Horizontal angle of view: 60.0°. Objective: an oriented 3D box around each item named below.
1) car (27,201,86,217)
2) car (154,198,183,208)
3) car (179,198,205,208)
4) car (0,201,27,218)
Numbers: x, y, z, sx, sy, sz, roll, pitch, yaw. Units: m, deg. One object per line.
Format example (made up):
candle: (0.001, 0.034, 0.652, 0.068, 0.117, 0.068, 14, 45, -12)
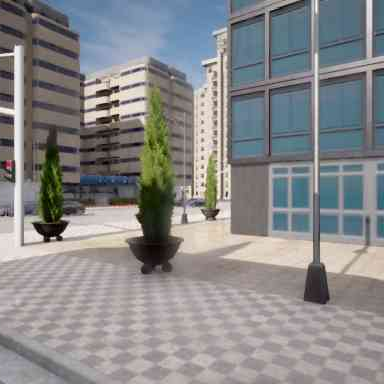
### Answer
car: (-12.211, 1.560, 30.796, 1.837, 1.490, 4.892, 0, 0, 35)
car: (-3.454, 1.619, 49.197, 1.994, 1.385, 4.181, 0, 0, 36)
car: (0.403, 1.581, 48.573, 1.812, 1.442, 4.674, 0, 0, 35)
car: (-15.861, 1.603, 31.698, 2.033, 1.411, 5.357, 0, 0, 35)
